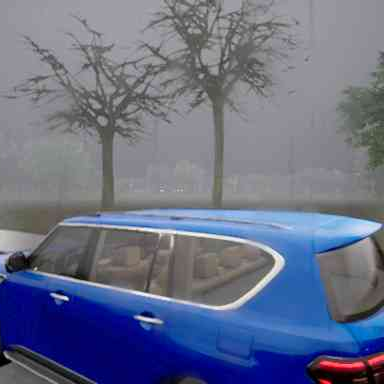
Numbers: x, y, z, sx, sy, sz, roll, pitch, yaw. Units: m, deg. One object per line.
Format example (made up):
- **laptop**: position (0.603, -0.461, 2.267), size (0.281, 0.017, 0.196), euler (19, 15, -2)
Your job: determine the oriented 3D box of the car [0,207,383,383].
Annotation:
- **car**: position (-0.581, 1.210, 3.973), size (5.566, 2.045, 2.150), euler (0, 0, 35)
